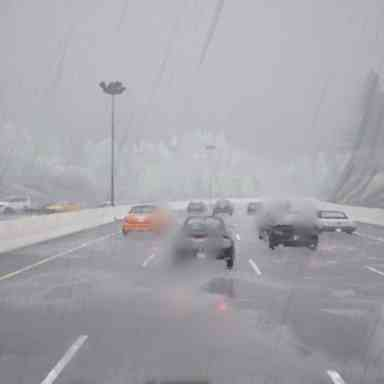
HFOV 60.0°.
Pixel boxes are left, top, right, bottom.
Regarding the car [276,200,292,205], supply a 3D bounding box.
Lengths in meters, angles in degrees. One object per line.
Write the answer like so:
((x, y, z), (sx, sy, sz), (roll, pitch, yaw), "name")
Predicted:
((11.956, 1.827, 43.175), (1.882, 1.535, 5.008), (0, 0, 14), "car")

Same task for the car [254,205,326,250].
((4.160, 1.600, 15.038), (1.882, 1.535, 5.008), (0, 0, 4), "car")

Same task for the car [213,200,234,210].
((3.671, 1.658, 37.802), (2.097, 1.767, 4.553), (0, -1, 11), "car")

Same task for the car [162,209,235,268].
((0.444, 1.587, 11.636), (2.128, 1.511, 4.902), (0, 0, 3), "car")

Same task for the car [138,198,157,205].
((-10.405, 2.168, 77.979), (2.033, 1.411, 5.357), (0, 0, 20), "car")

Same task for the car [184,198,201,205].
((0.182, 2.130, 76.223), (2.033, 1.411, 5.357), (0, 0, 21), "car")

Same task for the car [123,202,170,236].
((-2.483, 1.510, 19.504), (2.097, 1.767, 4.553), (0, -1, 5), "car")

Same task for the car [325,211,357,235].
((8.088, 1.763, 20.043), (1.895, 1.301, 4.718), (0, 0, 6), "car")

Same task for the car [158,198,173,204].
((-6.282, 2.133, 78.910), (1.812, 1.442, 4.674), (0, 0, 21), "car")

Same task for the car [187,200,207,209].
((0.690, 1.823, 40.811), (2.128, 1.511, 4.902), (0, 0, 12), "car")

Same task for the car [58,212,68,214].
((-14.408, 1.781, 37.250), (1.882, 1.535, 5.008), (0, 0, 10), "car")

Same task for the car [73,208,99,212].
((-10.969, 1.789, 36.591), (2.128, 1.511, 4.902), (0, 0, 10), "car")

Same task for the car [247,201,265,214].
((7.741, 1.819, 40.360), (2.128, 1.511, 4.902), (0, 0, 12), "car")
